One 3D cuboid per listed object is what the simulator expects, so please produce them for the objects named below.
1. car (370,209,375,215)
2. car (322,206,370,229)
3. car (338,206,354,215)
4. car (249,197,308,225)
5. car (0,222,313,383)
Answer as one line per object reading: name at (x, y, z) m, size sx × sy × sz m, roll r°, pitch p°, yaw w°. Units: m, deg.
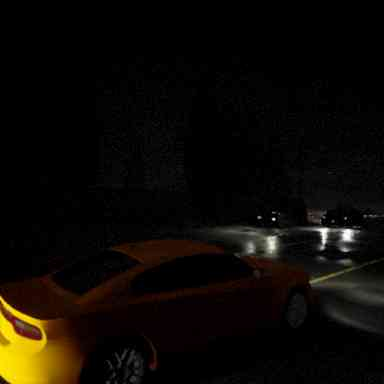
car at (31.077, 3.453, 59.517) m, size 1.895 × 1.301 × 4.718 m, roll 1°, pitch -2°, yaw 12°
car at (10.821, 1.734, 23.633) m, size 1.812 × 1.442 × 4.674 m, roll 0°, pitch -1°, yaw 41°
car at (27.351, 3.261, 59.206) m, size 1.837 × 1.490 × 4.892 m, roll 1°, pitch -2°, yaw 15°
car at (6.284, 1.350, 23.770) m, size 2.150 × 2.045 × 5.566 m, roll 0°, pitch -1°, yaw 43°
car at (-0.150, 1.484, 5.086) m, size 5.008 × 1.535 × 1.882 m, roll 0°, pitch 0°, yaw -37°
